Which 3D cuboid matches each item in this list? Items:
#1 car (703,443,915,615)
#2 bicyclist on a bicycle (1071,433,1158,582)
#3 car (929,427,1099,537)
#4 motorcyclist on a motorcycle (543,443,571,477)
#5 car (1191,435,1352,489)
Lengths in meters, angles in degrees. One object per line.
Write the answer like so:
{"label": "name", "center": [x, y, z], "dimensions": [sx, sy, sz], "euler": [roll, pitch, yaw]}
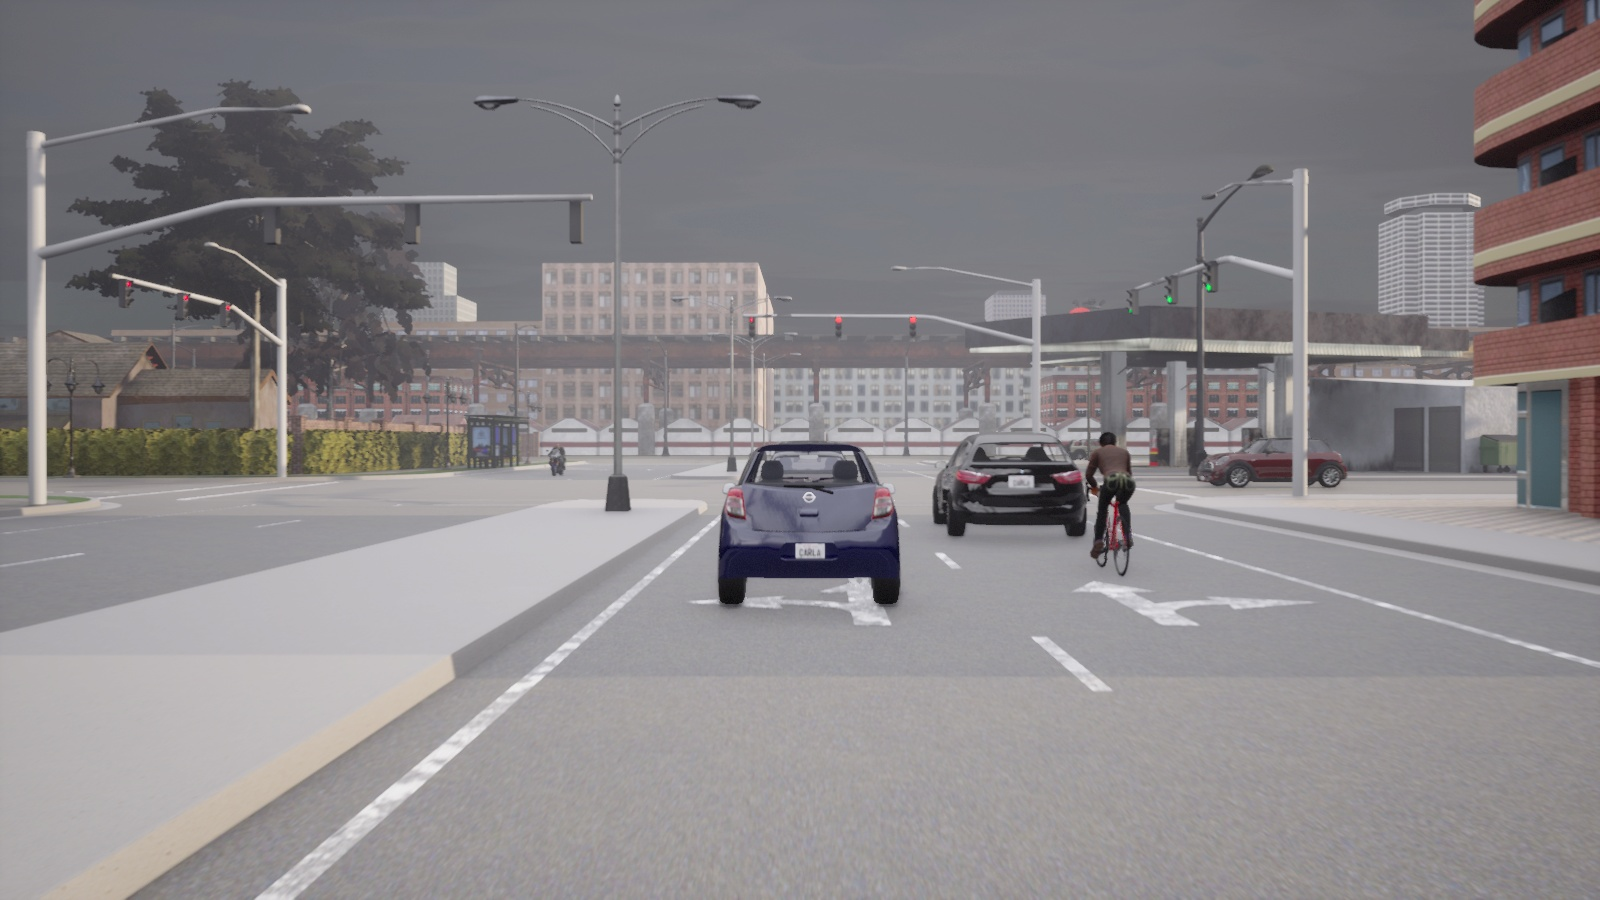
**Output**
{"label": "car", "center": [0.088, 0.687, 12.767], "dimensions": [1.845, 1.501, 3.633], "euler": [0, 0, 0]}
{"label": "bicyclist on a bicycle", "center": [3.595, 0.620, 14.466], "dimensions": [0.582, 1.620, 1.656], "euler": [0, 1, 0]}
{"label": "car", "center": [3.479, 0.473, 21.394], "dimensions": [2.242, 1.667, 4.611], "euler": [0, 0, 2]}
{"label": "motorcyclist on a motorcycle", "center": [-11.157, 0.447, 57.713], "dimensions": [0.866, 1.530, 2.191], "euler": [0, 0, 0]}
{"label": "car", "center": [15.598, 0.382, 41.708], "dimensions": [4.553, 1.767, 2.097], "euler": [0, 0, -1]}
